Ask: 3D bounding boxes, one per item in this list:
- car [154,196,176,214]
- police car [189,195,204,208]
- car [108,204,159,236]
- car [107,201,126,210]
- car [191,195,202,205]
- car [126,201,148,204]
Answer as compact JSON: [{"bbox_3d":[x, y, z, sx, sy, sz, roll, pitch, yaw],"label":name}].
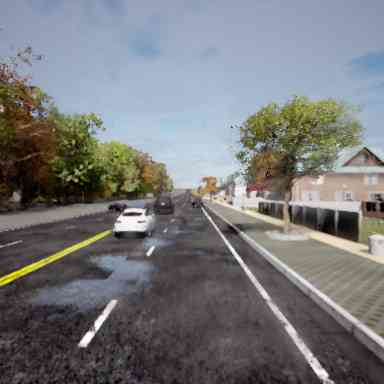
[{"bbox_3d":[-3.158,1.447,39.020,2.150,2.045,5.566,0,0,0],"label":"car"},{"bbox_3d":[0.963,1.735,55.083,1.930,1.638,5.238,0,0,0],"label":"police car"},{"bbox_3d":[-3.151,1.637,18.913,1.812,1.442,4.674,0,0,0],"label":"car"},{"bbox_3d":[-9.826,1.850,44.254,1.895,1.301,4.718,0,0,0],"label":"car"},{"bbox_3d":[0.960,1.612,71.003,2.150,2.045,5.566,0,0,0],"label":"car"},{"bbox_3d":[-6.589,1.788,42.330,2.033,1.411,5.357,0,0,0],"label":"car"}]
